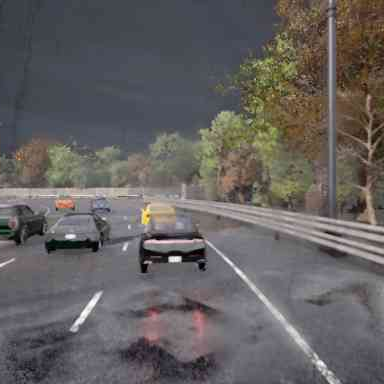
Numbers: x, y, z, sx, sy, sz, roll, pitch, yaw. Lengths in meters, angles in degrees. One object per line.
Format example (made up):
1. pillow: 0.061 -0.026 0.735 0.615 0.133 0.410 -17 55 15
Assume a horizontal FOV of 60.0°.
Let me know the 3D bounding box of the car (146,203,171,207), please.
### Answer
1. car: -2.040 1.426 20.066 1.882 1.535 5.008 0 0 -10

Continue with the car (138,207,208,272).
1. car: -0.701 1.463 10.712 2.128 1.511 4.902 0 0 -7

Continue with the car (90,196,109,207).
1. car: -10.362 1.476 37.254 2.033 1.411 5.357 0 0 -21

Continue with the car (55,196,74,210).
1. car: -15.701 1.288 40.973 2.097 1.767 4.553 0 0 -23

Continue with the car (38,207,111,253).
1. car: -4.568 1.540 13.785 1.994 1.385 4.181 0 0 -7

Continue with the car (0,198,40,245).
1. car: -8.361 1.336 15.478 2.097 1.767 4.553 0 0 -8

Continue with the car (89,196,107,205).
1. car: -16.243 1.396 57.201 1.837 1.490 4.892 0 0 -30
